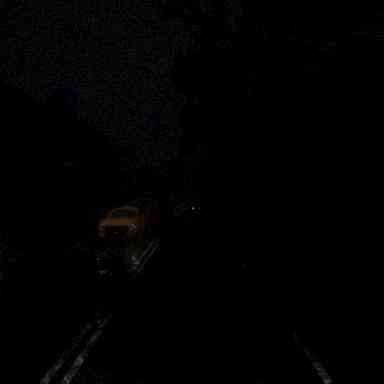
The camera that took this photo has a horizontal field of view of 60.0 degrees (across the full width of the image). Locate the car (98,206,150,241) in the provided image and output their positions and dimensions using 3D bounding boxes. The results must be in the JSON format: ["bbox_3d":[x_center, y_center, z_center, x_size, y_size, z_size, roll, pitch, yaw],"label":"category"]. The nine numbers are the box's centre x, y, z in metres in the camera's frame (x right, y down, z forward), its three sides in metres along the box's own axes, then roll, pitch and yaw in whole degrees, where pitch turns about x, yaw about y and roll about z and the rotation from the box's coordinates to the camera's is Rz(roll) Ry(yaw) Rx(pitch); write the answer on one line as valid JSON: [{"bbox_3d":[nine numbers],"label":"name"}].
[{"bbox_3d":[-3.347,1.488,17.041,1.882,1.535,5.008,0,0,0],"label":"car"}]

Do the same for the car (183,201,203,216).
[{"bbox_3d":[0.106,1.560,33.223,2.033,1.411,5.357,0,0,0],"label":"car"}]

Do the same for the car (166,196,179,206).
[{"bbox_3d":[-3.300,1.487,56.809,1.882,1.535,5.008,0,0,0],"label":"car"}]
